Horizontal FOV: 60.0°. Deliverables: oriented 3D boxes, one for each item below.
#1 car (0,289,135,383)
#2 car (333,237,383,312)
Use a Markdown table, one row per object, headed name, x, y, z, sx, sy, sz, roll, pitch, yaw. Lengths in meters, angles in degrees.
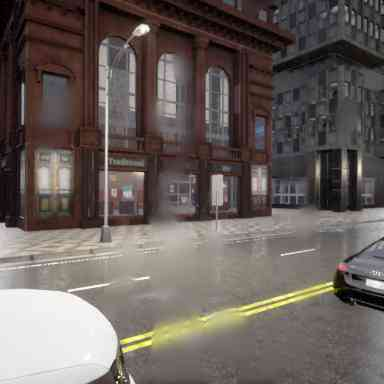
| name | x | y | z | sx | sy | sz | roll | pitch | yaw |
| --- | --- | --- | --- | --- | --- | --- | --- | --- | --- |
| car | -2.920 | 1.221 | 1.352 | 5.566 | 2.045 | 2.150 | 0 | 0 | -36 |
| car | 4.817 | 1.562 | 6.893 | 4.181 | 1.385 | 1.994 | 0 | 0 | -35 |
